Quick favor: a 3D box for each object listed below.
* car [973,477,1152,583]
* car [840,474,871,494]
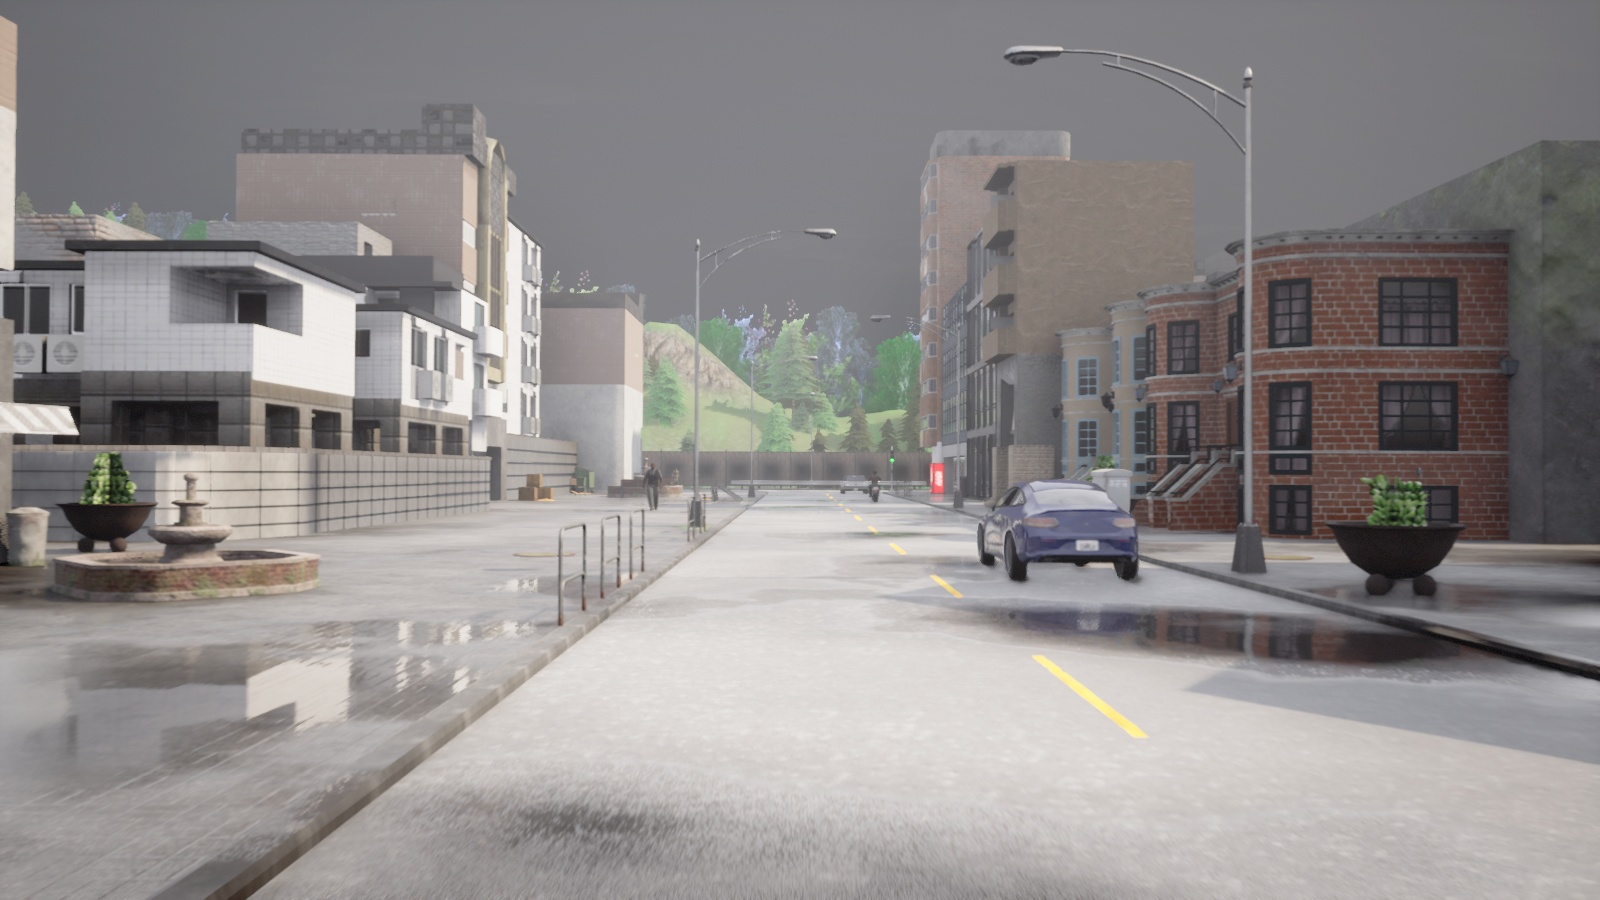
[{"bbox_3d":[3.951,1.155,19.716,1.812,1.442,4.674,0,-1,0],"label":"car"},{"bbox_3d":[3.777,2.354,86.864,1.895,1.301,4.718,0,-1,0],"label":"car"}]
